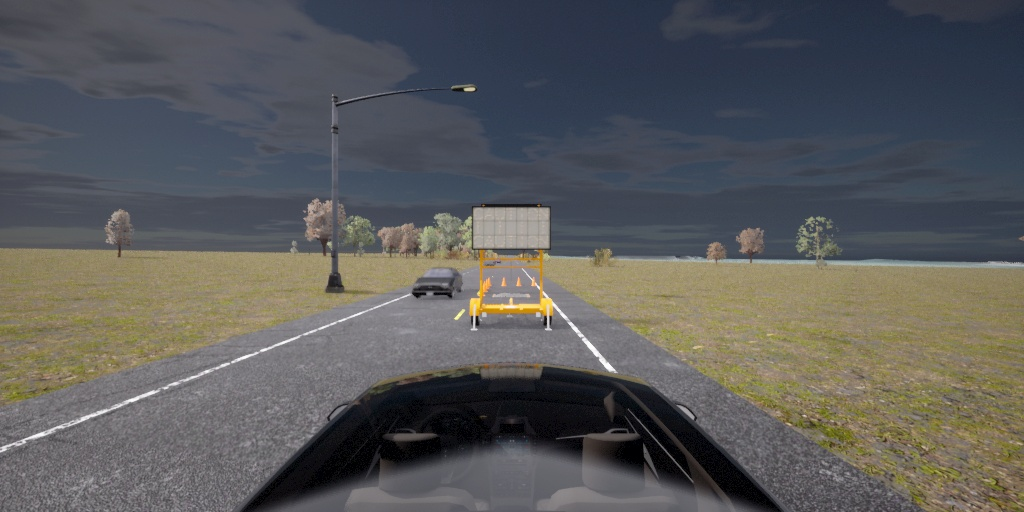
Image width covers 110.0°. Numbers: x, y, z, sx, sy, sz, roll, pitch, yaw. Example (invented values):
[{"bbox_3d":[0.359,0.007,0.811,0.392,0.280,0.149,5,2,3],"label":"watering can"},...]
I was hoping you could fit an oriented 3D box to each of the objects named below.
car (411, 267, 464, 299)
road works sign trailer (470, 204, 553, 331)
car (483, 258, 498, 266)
[{"bbox_3d":[-3.640,1.298,18.541,2.033,1.411,5.357,0,0,0],"label":"car"},{"bbox_3d":[-0.022,0.215,11.030,2.380,3.560,2.880,0,0,0],"label":"road works sign trailer"},{"bbox_3d":[-3.725,1.257,59.090,1.837,1.490,4.892,0,1,0],"label":"car"}]
